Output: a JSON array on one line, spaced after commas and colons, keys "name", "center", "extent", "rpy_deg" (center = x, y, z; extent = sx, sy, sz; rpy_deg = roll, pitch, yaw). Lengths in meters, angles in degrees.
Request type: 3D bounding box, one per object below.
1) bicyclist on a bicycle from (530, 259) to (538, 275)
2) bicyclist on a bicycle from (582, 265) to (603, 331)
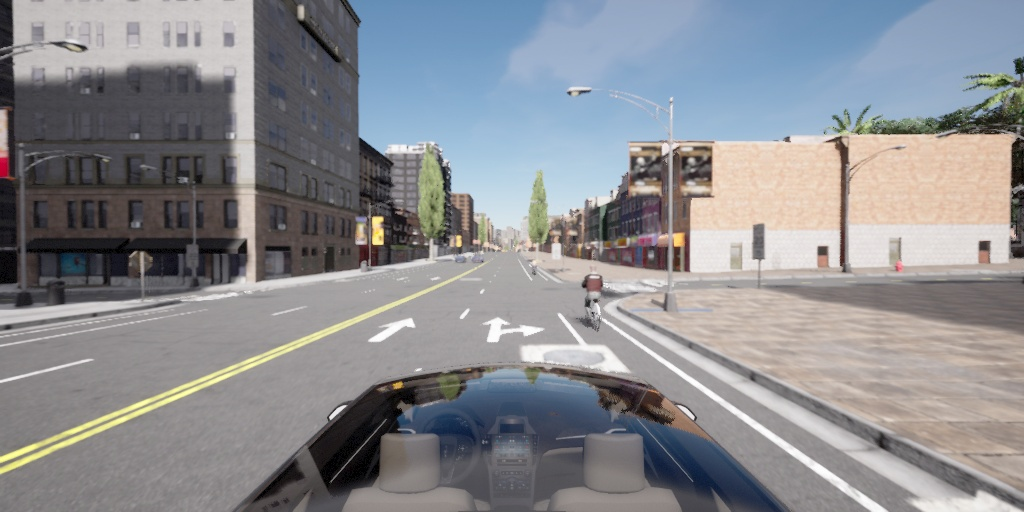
[{"name": "bicyclist on a bicycle", "center": [2.237, 1.078, 35.982], "extent": [0.866, 1.612, 1.509], "rpy_deg": [0, 1, 0]}, {"name": "bicyclist on a bicycle", "center": [2.245, 1.124, 10.138], "extent": [0.659, 1.776, 1.843], "rpy_deg": [0, 0, 0]}]
